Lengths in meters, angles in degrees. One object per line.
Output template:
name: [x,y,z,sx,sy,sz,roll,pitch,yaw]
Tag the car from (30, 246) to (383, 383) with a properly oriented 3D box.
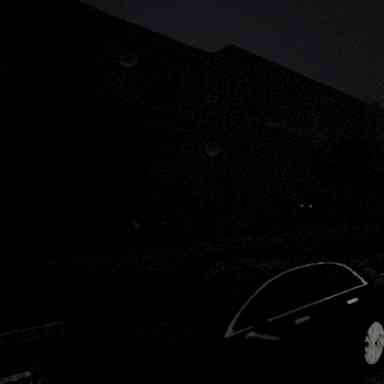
car: [0.678,1.528,4.167,4.892,1.490,1.837,1,0,-35]
